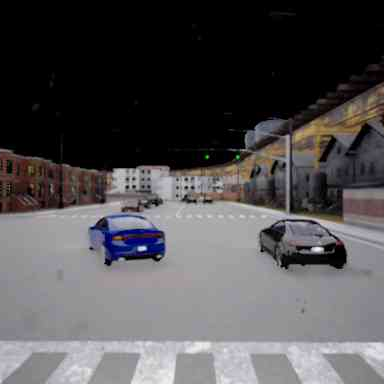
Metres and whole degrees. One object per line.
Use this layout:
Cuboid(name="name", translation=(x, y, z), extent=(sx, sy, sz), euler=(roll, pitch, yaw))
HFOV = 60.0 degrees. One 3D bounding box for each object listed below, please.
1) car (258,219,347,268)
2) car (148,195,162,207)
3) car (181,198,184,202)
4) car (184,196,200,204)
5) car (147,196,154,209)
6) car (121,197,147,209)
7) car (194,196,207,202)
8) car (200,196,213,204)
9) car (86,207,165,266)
Cuboid(name="car", translation=(3.593, 1.622, 11.513), extent=(1.994, 1.385, 4.181), euler=(0, 0, 0))
Cuboid(name="car", translation=(-7.027, 1.517, 59.017), extent=(2.150, 2.045, 5.566), euler=(0, 0, 0))
Cuboid(name="car", translation=(-1.216, 1.824, 82.236), extent=(2.033, 1.411, 5.357), euler=(0, 0, -17))
Cuboid(name="car", translation=(-0.049, 1.707, 72.116), extent=(2.097, 1.767, 4.553), euler=(0, 0, -3))
Cuboid(name="car", translation=(-7.074, 1.770, 48.781), extent=(1.812, 1.442, 4.674), euler=(0, 0, 0))
Cuboid(name="car", translation=(-7.103, 1.552, 39.983), extent=(2.097, 1.767, 4.553), euler=(0, 0, 0))
Cuboid(name="car", translation=(2.180, 1.806, 83.086), extent=(1.812, 1.442, 4.674), euler=(0, 0, -17))
Cuboid(name="car", translation=(3.439, 1.837, 73.006), extent=(1.882, 1.535, 5.008), euler=(0, 0, -3))
Cuboid(name="car", translation=(-2.571, 1.539, 12.101), extent=(1.882, 1.535, 5.008), euler=(1, -1, -26))
